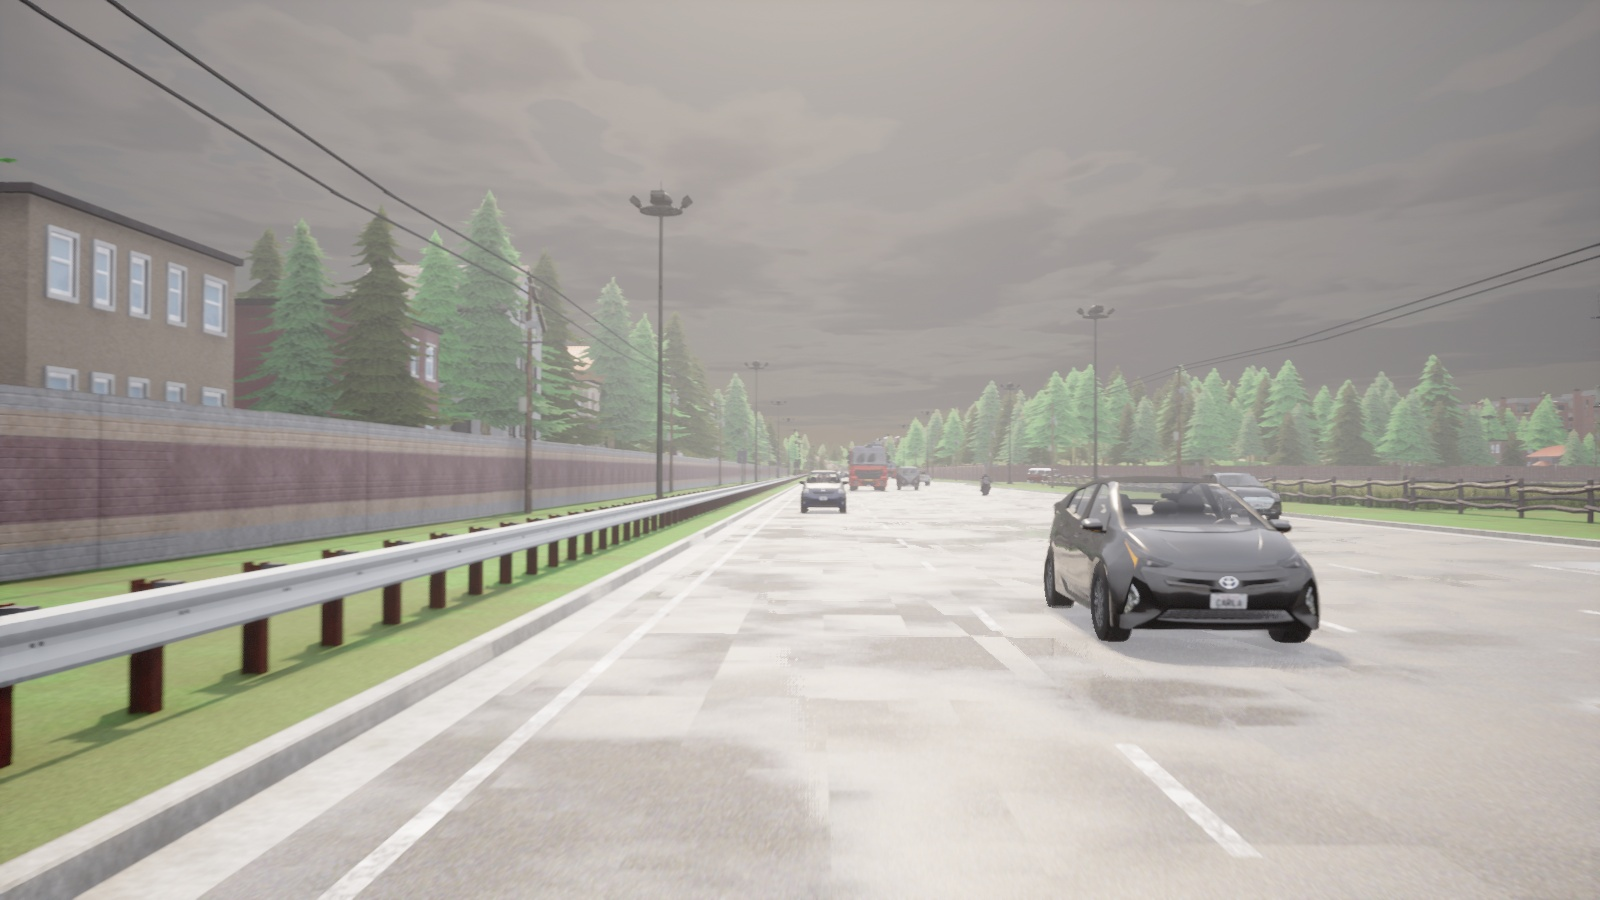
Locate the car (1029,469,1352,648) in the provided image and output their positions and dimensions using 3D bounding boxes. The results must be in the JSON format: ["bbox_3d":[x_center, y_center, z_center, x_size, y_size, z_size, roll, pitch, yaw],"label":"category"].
[{"bbox_3d":[3.753,0.968,13.016,2.007,1.525,4.514,0,-1,1],"label":"car"}]

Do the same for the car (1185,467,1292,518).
[{"bbox_3d":[14.871,1.418,42.885,2.033,1.649,4.856,0,-1,1],"label":"car"}]

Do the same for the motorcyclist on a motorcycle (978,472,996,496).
[{"bbox_3d":[12.170,2.180,81.667,0.866,1.530,2.191,0,-1,1],"label":"motorcyclist on a motorcycle"}]

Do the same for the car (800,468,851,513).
[{"bbox_3d":[0.968,1.509,47.725,1.851,1.617,3.988,0,-1,1],"label":"car"}]
